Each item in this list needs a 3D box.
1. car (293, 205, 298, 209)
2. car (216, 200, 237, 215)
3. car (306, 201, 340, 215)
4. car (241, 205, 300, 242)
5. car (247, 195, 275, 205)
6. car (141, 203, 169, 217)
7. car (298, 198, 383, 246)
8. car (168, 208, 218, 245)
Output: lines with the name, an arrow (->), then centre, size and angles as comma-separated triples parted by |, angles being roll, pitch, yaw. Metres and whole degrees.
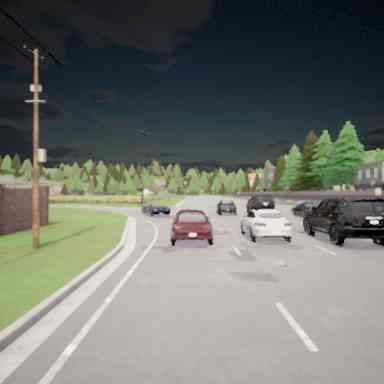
car -> 10.604, 1.639, 30.258 | 2.033, 1.411, 5.357 | 0, 0, 0
car -> 3.604, 1.599, 35.534 | 2.128, 1.511, 4.902 | 0, 0, 0
car -> 14.104, 1.674, 36.100 | 1.994, 1.385, 4.181 | 0, 0, 0
car -> 3.602, 1.575, 16.608 | 1.812, 1.442, 4.674 | 0, 0, 0
car -> 7.104, 1.325, 34.646 | 2.150, 2.045, 5.566 | 0, 0, 0
car -> -3.703, 1.699, 32.942 | 1.895, 1.301, 4.718 | 0, 0, -22
car -> 7.101, 1.269, 15.630 | 2.150, 2.045, 5.566 | 0, 0, 0
car -> -0.068, 1.571, 15.758 | 1.812, 1.442, 4.674 | 0, 0, -2
